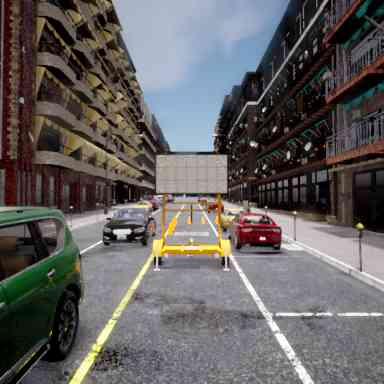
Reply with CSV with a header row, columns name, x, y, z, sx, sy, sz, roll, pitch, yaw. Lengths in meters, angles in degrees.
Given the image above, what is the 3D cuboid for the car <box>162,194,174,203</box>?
name,x,y,z,sx,sy,sz,roll,pitch,yaw
car,-5.383,1.516,75.191,2.192,1.841,5.009,1,0,0

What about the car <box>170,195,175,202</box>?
name,x,y,z,sx,sy,sz,roll,pitch,yaw
car,-5.376,1.492,69.661,2.192,1.841,5.009,1,0,0

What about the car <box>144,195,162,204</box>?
name,x,y,z,sx,sy,sz,roll,pitch,yaw
car,-5.340,1.392,42.010,2.192,1.841,5.009,2,0,0

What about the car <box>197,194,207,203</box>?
name,x,y,z,sx,sy,sz,roll,pitch,yaw
car,2.456,1.541,80.673,2.192,1.841,5.009,1,0,0

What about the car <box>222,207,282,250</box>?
name,x,y,z,sx,sy,sz,roll,pitch,yaw
car,2.569,1.561,14.302,1.887,1.381,4.507,1,0,0

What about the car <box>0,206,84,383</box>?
name,x,y,z,sx,sy,sz,roll,pitch,yaw
car,-2.745,1.224,3.005,2.150,2.045,5.566,0,0,0

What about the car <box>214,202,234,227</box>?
name,x,y,z,sx,sy,sz,roll,pitch,yaw
car,2.562,1.551,20.004,1.752,1.417,4.829,1,0,0

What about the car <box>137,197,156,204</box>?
name,x,y,z,sx,sy,sz,roll,pitch,yaw
car,-5.338,1.588,36.308,1.752,1.417,4.829,2,0,0

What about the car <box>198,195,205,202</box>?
name,x,y,z,sx,sy,sz,roll,pitch,yaw
car,2.513,1.676,58.548,1.887,1.381,4.507,1,0,0

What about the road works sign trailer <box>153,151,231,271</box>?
name,x,y,z,sx,sy,sz,roll,pitch,yaw
road works sign trailer,-0.012,0.475,10.965,2.380,3.560,2.880,0,0,0

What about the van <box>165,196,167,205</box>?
name,x,y,z,sx,sy,sz,roll,pitch,yaw
van,-5.355,1.452,53.069,1.690,1.788,3.998,2,0,0

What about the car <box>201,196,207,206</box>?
name,x,y,z,sx,sy,sz,roll,pitch,yaw
car,2.534,1.628,41.956,2.008,1.369,4.403,1,0,0

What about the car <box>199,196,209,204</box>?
name,x,y,z,sx,sy,sz,roll,pitch,yaw
car,2.509,1.616,69.610,1.967,1.590,4.097,1,0,0

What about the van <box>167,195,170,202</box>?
name,x,y,z,sx,sy,sz,roll,pitch,yaw
van,-5.362,1.472,58.601,1.690,1.788,3.998,1,0,0

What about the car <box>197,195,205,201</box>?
name,x,y,z,sx,sy,sz,roll,pitch,yaw
car,2.439,1.723,91.735,1.967,1.590,4.097,1,0,0

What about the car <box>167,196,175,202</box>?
name,x,y,z,sx,sy,sz,roll,pitch,yaw
car,-5.403,1.819,86.253,1.947,1.339,4.313,1,0,0

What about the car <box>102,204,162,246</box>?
name,x,y,z,sx,sy,sz,roll,pitch,yaw
car,-2.771,1.509,15.495,2.128,1.511,4.902,0,0,0

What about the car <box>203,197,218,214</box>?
name,x,y,z,sx,sy,sz,roll,pitch,yaw
car,2.541,1.608,36.425,1.887,1.381,4.507,1,0,0
